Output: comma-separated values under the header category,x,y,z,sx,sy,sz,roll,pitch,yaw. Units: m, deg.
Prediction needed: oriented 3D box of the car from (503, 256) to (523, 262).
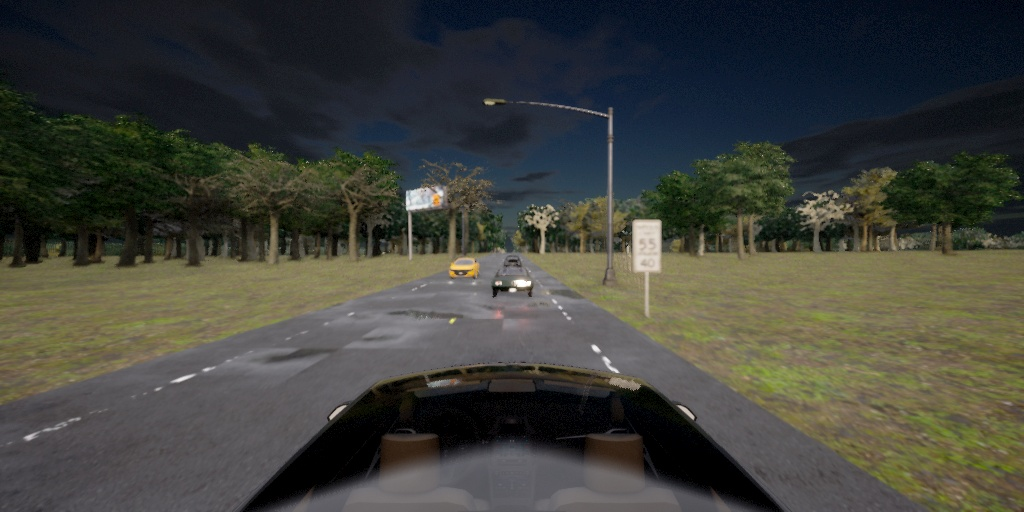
category,x,y,z,sx,sy,sz,roll,pitch,yaw
car,0.075,0.721,36.779,1.837,1.490,4.892,0,1,0

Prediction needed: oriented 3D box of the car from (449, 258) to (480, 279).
category,x,y,z,sx,sy,sz,roll,pitch,yaw
car,-3.533,0.886,27.396,1.882,1.535,5.008,0,1,0

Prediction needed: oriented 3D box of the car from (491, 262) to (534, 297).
category,x,y,z,sx,sy,sz,roll,pitch,yaw
car,0.040,1.168,17.681,1.895,1.301,4.718,0,1,0
